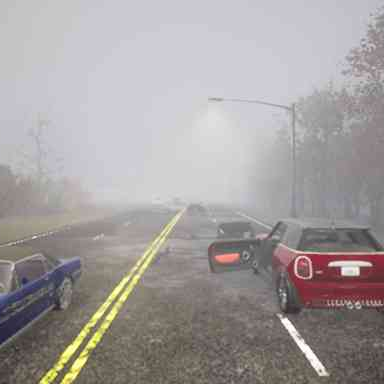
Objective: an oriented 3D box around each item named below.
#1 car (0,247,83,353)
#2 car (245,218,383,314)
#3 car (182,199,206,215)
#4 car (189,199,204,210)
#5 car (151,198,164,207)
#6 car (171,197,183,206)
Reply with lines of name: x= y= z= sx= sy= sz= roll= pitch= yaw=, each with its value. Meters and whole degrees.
car: x=-3.332 y=1.622 z=5.058 sx=1.895 sy=1.301 sz=4.718 roll=0 pitch=0 yaw=0
car: x=2.722 y=1.382 z=7.818 sx=2.097 sy=1.767 sz=4.553 roll=0 pitch=0 yaw=0
car: x=0.421 y=1.615 z=35.688 sx=2.128 sy=1.511 sz=4.902 roll=0 pitch=0 yaw=2
car: x=0.596 y=1.715 z=45.954 sx=1.994 sy=1.385 sz=4.181 roll=0 pitch=0 yaw=1
car: x=-5.746 y=1.700 z=56.262 sx=1.812 sy=1.442 sz=4.674 roll=0 pitch=0 yaw=2
car: x=-2.471 y=1.680 z=57.043 sx=1.837 sy=1.490 sz=4.892 roll=0 pitch=0 yaw=2
